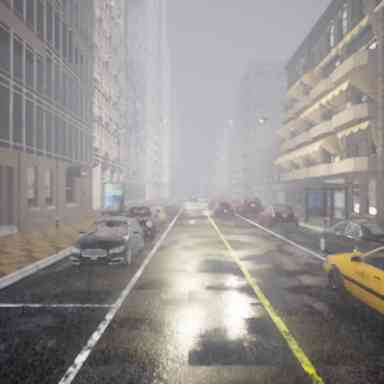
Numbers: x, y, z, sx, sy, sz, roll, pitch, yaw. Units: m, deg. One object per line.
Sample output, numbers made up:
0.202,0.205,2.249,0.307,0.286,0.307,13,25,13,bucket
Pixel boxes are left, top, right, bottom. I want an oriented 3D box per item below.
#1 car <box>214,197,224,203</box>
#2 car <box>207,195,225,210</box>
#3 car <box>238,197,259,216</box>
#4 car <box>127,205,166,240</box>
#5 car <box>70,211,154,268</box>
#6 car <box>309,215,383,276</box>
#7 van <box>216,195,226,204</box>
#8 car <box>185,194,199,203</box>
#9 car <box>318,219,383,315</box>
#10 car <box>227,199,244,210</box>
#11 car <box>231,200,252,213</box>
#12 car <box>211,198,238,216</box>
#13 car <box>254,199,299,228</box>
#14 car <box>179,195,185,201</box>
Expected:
5.917,1.769,73.343,1.947,1.339,4.313,0,0,0,car
3.153,1.607,45.790,2.128,1.511,4.902,0,0,1,car
5.792,1.412,33.804,2.192,1.841,5.009,0,0,0,car
-2.644,1.465,16.885,1.967,1.590,4.097,0,0,0,car
-2.662,1.563,11.235,2.008,1.369,4.403,0,0,0,car
5.718,1.597,11.209,2.008,1.369,4.403,0,0,0,car
5.899,1.528,67.694,1.690,1.788,3.998,0,0,0,van
0.228,1.403,73.773,2.150,2.045,5.566,0,0,0,car
3.910,1.482,5.522,1.801,1.575,5.366,0,0,0,car
5.826,1.706,45.100,1.802,1.307,4.206,0,0,0,car
5.808,1.692,39.452,1.802,1.307,4.206,0,0,0,car
3.174,1.612,33.695,1.812,1.442,4.674,0,0,0,car
5.754,1.511,22.506,1.967,1.590,4.097,0,0,0,car
-2.409,1.660,90.316,1.967,1.590,4.097,0,0,0,car
